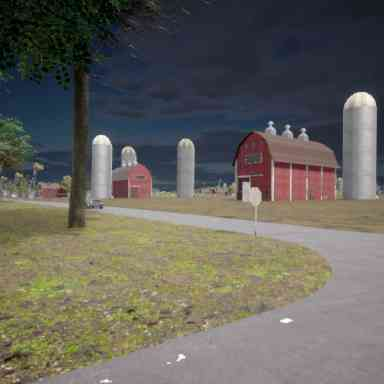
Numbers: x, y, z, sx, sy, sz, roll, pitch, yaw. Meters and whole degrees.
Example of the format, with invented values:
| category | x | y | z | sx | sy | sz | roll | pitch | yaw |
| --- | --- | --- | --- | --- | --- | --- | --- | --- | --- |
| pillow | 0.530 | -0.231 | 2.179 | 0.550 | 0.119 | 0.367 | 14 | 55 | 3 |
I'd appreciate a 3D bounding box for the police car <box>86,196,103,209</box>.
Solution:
| category | x | y | z | sx | sy | sz | roll | pitch | yaw |
| --- | --- | --- | --- | --- | --- | --- | --- | --- | --- |
| police car | -12.747 | 1.322 | 41.814 | 2.038 | 1.542 | 4.974 | 1 | -1 | -35 |
